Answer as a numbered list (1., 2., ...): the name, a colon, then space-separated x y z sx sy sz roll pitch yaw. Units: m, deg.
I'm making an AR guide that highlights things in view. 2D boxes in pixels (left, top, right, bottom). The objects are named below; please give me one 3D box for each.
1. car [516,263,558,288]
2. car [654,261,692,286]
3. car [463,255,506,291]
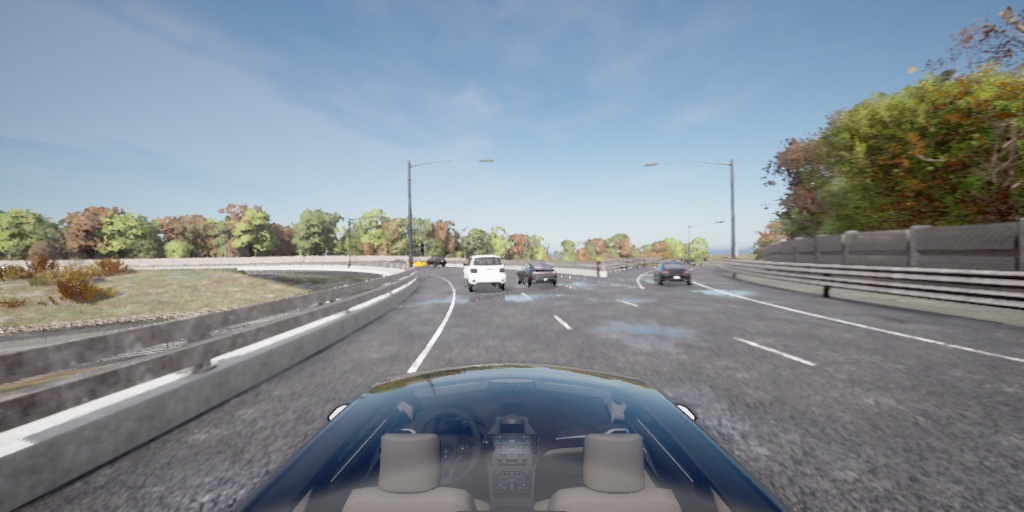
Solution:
1. car: 1.503 1.180 23.259 2.128 1.511 4.902 -1 0 -11
2. car: 10.111 1.053 22.757 1.812 1.442 4.674 -1 0 17
3. car: -1.793 0.974 22.258 2.150 2.045 5.566 -1 0 -11
